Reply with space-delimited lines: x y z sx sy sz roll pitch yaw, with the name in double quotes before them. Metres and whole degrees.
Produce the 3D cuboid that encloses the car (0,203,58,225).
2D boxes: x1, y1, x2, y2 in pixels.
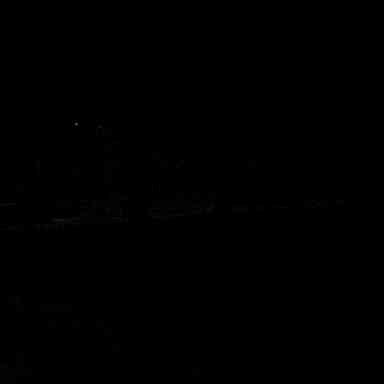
"car" -12.582 1.530 23.929 2.033 1.411 5.357 1 0 42
